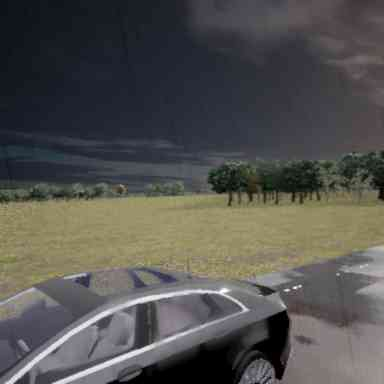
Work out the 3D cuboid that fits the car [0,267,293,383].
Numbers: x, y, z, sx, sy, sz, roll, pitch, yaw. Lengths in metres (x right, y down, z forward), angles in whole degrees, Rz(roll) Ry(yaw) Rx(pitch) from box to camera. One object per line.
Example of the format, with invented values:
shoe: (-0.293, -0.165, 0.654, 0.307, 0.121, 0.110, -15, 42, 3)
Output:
car: (-0.994, 1.586, 3.115, 4.902, 1.511, 2.128, 1, -2, -41)
